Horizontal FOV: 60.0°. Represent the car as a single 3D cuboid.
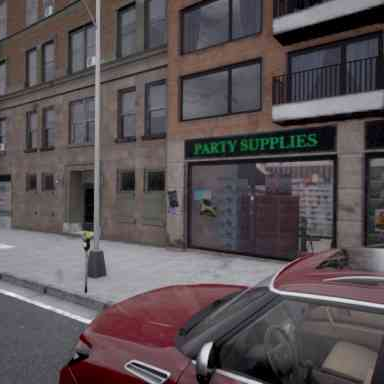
[{"bbox_3d":[1.282,1.315,2.152,5.009,1.841,2.192,0,1,35],"label":"car"}]
